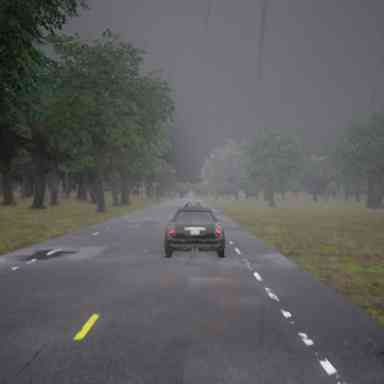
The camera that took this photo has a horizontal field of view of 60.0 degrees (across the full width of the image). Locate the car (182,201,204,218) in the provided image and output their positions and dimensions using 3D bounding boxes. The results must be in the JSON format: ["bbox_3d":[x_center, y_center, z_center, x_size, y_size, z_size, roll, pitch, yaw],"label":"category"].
[{"bbox_3d":[0.099,1.637,31.495,1.994,1.385,4.181,0,0,0],"label":"car"}]

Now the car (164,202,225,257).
[{"bbox_3d":[0.100,1.370,13.235,2.097,1.767,4.553,0,0,0],"label":"car"}]
